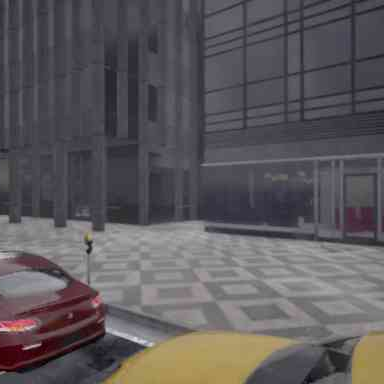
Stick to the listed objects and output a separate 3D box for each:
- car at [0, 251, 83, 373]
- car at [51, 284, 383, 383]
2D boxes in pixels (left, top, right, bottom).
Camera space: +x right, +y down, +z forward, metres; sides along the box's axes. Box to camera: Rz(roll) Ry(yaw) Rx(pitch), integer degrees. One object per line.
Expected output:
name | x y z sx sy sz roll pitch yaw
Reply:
car | -3.119 1.601 5.187 4.206 1.307 1.802 0 0 36
car | 1.364 1.525 1.989 4.829 1.417 1.752 0 0 36
